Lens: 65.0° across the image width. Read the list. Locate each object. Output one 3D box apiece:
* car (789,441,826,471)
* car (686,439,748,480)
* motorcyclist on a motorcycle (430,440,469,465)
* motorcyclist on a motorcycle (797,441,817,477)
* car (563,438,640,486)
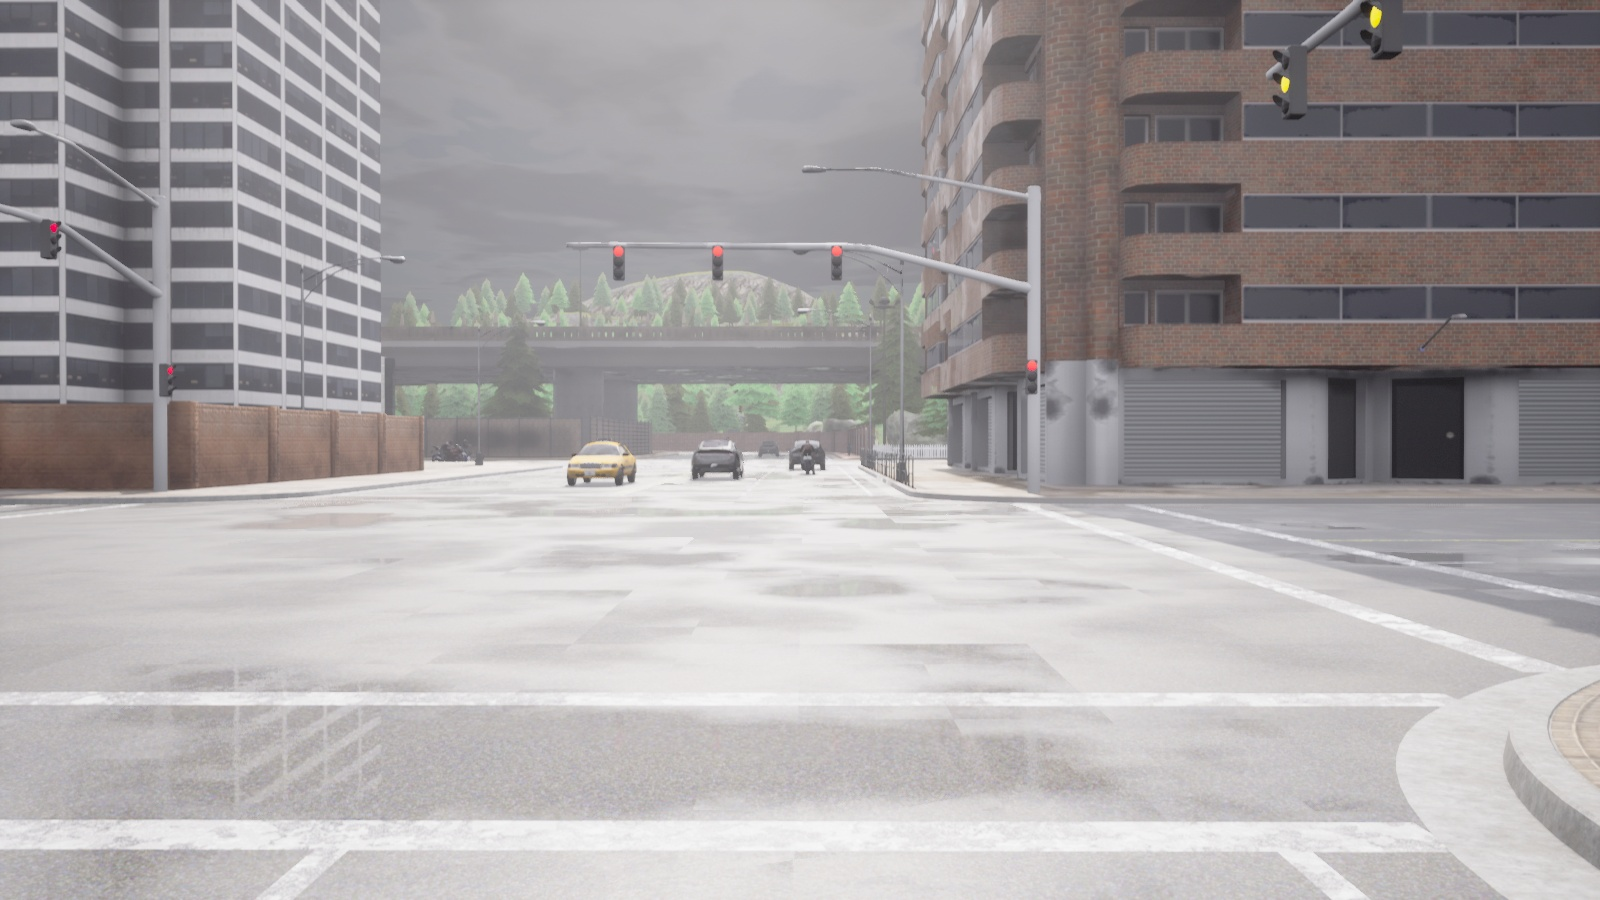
[{"bbox_3d":[0.366,0.284,64.582,1.837,1.490,4.892,0,0,0],"label":"car"},{"bbox_3d":[-3.215,0.340,49.637,2.128,1.511,4.902,0,0,0],"label":"car"},{"bbox_3d":[-21.551,0.149,77.213,2.191,1.530,0.866,0,0,0],"label":"motorcyclist on a motorcycle"},{"bbox_3d":[0.332,0.379,55.615,0.866,1.530,2.191,0,0,0],"label":"motorcyclist on a motorcycle"},{"bbox_3d":[-6.751,0.366,43.261,1.801,1.575,5.366,0,0,0],"label":"car"}]
